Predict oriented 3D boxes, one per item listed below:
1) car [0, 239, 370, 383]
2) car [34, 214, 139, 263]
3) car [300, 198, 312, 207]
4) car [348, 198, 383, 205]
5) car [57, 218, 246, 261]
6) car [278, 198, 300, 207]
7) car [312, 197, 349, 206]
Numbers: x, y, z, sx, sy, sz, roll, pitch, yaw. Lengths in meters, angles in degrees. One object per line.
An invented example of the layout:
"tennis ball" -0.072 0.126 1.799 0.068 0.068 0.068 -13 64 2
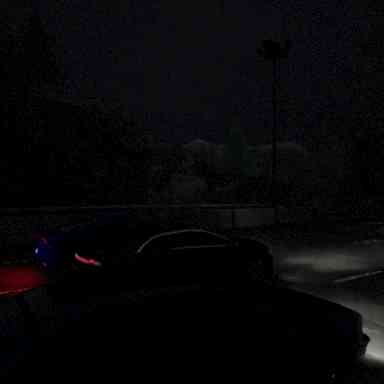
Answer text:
"car" -0.419 1.538 3.381 5.357 1.411 2.033 0 0 -34
"car" -2.223 1.450 10.543 5.008 1.535 1.882 0 0 -34
"car" 15.863 1.372 39.905 5.008 1.535 1.882 0 0 -22
"car" 18.917 1.457 33.643 5.357 1.411 2.033 0 0 -22
"car" -0.230 1.471 7.663 4.902 1.511 2.128 0 0 -34
"car" 13.751 1.434 42.853 5.357 1.411 2.033 0 0 -22
"car" 16.069 1.395 36.217 4.902 1.511 2.128 0 0 -22
